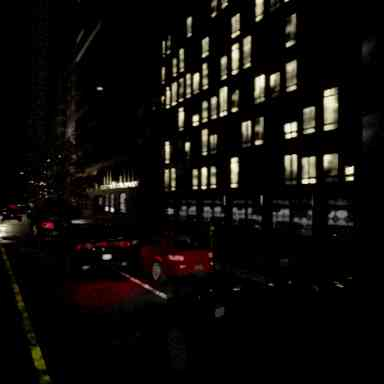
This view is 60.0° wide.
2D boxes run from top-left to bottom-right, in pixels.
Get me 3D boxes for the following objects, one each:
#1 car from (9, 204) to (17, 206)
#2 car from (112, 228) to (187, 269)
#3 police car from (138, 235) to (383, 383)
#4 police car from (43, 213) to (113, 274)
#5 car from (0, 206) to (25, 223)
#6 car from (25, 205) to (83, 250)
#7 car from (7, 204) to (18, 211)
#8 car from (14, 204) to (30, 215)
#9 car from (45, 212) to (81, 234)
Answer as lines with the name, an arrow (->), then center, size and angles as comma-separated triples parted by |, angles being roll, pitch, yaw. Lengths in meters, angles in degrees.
car -> -25.956, 2.707, 46.187 | 2.033, 1.411, 5.357 | 2, -2, -32
car -> -0.911, 1.913, 10.671 | 1.802, 1.307, 4.206 | 2, -2, -32
police car -> 1.371, 1.558, 3.563 | 1.930, 1.638, 5.238 | 2, -2, -32
police car -> -3.874, 1.770, 12.074 | 1.930, 1.638, 5.238 | 2, -2, -32
car -> -19.096, 2.448, 35.087 | 2.033, 1.411, 5.357 | 2, -2, -31
car -> -6.977, 1.696, 17.120 | 2.150, 2.045, 5.566 | 2, -2, -32
car -> -39.724, 3.365, 73.662 | 1.887, 1.381, 4.507 | 2, -2, -32
car -> -27.781, 2.820, 54.283 | 1.967, 1.590, 4.097 | 2, -2, -32
car -> -9.869, 2.274, 25.207 | 1.802, 1.307, 4.206 | 2, -2, -32
